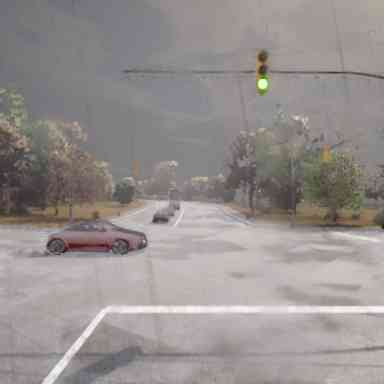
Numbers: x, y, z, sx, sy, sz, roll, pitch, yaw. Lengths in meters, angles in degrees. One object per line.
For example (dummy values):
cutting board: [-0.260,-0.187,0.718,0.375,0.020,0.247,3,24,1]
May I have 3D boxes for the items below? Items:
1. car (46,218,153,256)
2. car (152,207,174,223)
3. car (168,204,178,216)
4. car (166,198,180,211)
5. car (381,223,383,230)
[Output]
car: [-4.084,1.966,14.569,4.181,1.385,1.994,0,-2,4]
car: [-3.604,2.889,39.817,2.033,1.411,5.357,0,-2,0]
car: [-3.590,3.033,51.300,1.837,1.490,4.892,0,-1,0]
car: [-3.508,2.683,66.498,2.150,2.045,5.566,0,1,0]
car: [16.541,2.370,24.855,4.181,1.385,1.994,0,-2,-2]
